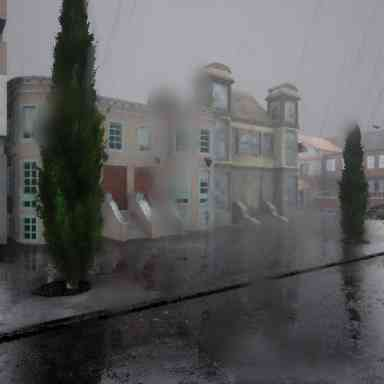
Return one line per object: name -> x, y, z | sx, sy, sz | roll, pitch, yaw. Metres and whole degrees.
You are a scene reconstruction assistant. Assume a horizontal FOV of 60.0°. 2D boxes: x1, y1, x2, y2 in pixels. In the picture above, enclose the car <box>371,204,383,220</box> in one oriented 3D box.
car -> 16.168, 1.564, 26.030 | 1.994, 1.385, 4.181 | 0, 0, -36
